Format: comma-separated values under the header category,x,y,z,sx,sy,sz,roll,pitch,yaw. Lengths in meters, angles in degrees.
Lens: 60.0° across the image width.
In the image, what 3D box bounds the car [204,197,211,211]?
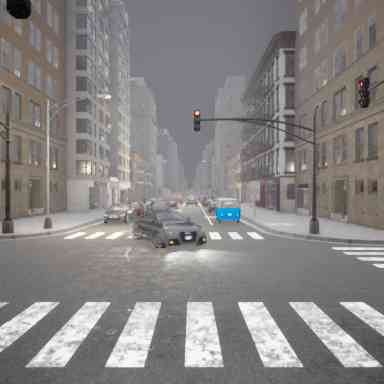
category,x,y,z,sx,sy,sz,roll,pitch,yaw
car,2.627,1.578,36.351,1.802,1.307,4.206,0,0,0

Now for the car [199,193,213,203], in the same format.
category,x,y,z,sx,sy,sz,roll,pitch,yaw
car,2.623,1.302,53.395,2.192,1.841,5.009,0,0,0

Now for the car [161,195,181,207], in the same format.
category,x,y,z,sx,sy,sz,roll,pitch,yaw
car,-2.849,1.498,44.042,1.837,1.490,4.892,0,0,0

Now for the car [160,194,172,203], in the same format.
category,x,y,z,sx,sy,sz,roll,pitch,yaw
car,-5.407,1.288,70.432,2.192,1.841,5.009,0,0,0

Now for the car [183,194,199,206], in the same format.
category,x,y,z,sx,sy,sz,roll,pitch,yaw
car,-0.015,1.533,54.701,2.033,1.411,5.357,0,0,0

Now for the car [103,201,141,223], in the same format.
category,x,y,z,sx,sy,sz,roll,pitch,yaw
car,-5.395,1.548,24.978,2.008,1.369,4.403,0,0,0

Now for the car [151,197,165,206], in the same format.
category,x,y,z,sx,sy,sz,roll,pitch,yaw
car,-5.402,1.552,53.388,1.947,1.339,4.313,0,0,0

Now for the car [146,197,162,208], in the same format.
category,x,y,z,sx,sy,sz,roll,pitch,yaw
car,-5.401,1.516,47.536,1.752,1.417,4.829,0,0,0

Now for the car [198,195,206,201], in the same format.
category,x,y,z,sx,sy,sz,roll,pitch,yaw
car,2.614,1.525,87.483,1.947,1.339,4.313,0,0,0

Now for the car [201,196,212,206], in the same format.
category,x,y,z,sx,sy,sz,roll,pitch,yaw
car,2.624,1.573,47.714,1.802,1.307,4.206,0,0,0

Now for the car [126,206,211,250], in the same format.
category,x,y,z,sx,sy,sz,roll,pitch,yaw
car,-1.124,1.562,14.567,1.994,1.385,4.181,0,0,-30

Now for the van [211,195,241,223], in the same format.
category,x,y,z,sx,sy,sz,roll,pitch,yaw
van,2.630,1.338,24.989,1.690,1.788,3.998,0,0,0

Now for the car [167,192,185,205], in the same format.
category,x,y,z,sx,sy,sz,roll,pitch,yaw
car,-2.767,1.199,59.266,2.150,2.045,5.566,0,0,0

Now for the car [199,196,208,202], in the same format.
category,x,y,z,sx,sy,sz,roll,pitch,yaw
car,2.617,1.519,76.120,2.008,1.369,4.403,0,0,0

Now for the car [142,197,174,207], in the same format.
category,x,y,z,sx,sy,sz,roll,pitch,yaw
car,-2.857,1.474,29.126,1.882,1.535,5.008,0,0,0
